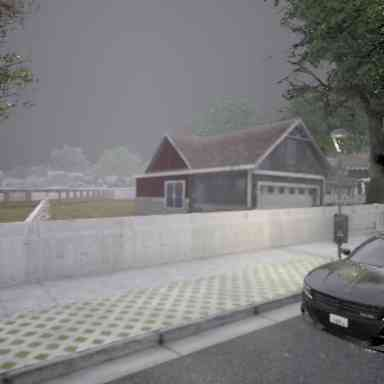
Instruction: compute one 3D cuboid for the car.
[{"bbox_3d":[4.013,1.454,5.921,5.008,1.535,1.882,0,0,-35],"label":"car"}]
